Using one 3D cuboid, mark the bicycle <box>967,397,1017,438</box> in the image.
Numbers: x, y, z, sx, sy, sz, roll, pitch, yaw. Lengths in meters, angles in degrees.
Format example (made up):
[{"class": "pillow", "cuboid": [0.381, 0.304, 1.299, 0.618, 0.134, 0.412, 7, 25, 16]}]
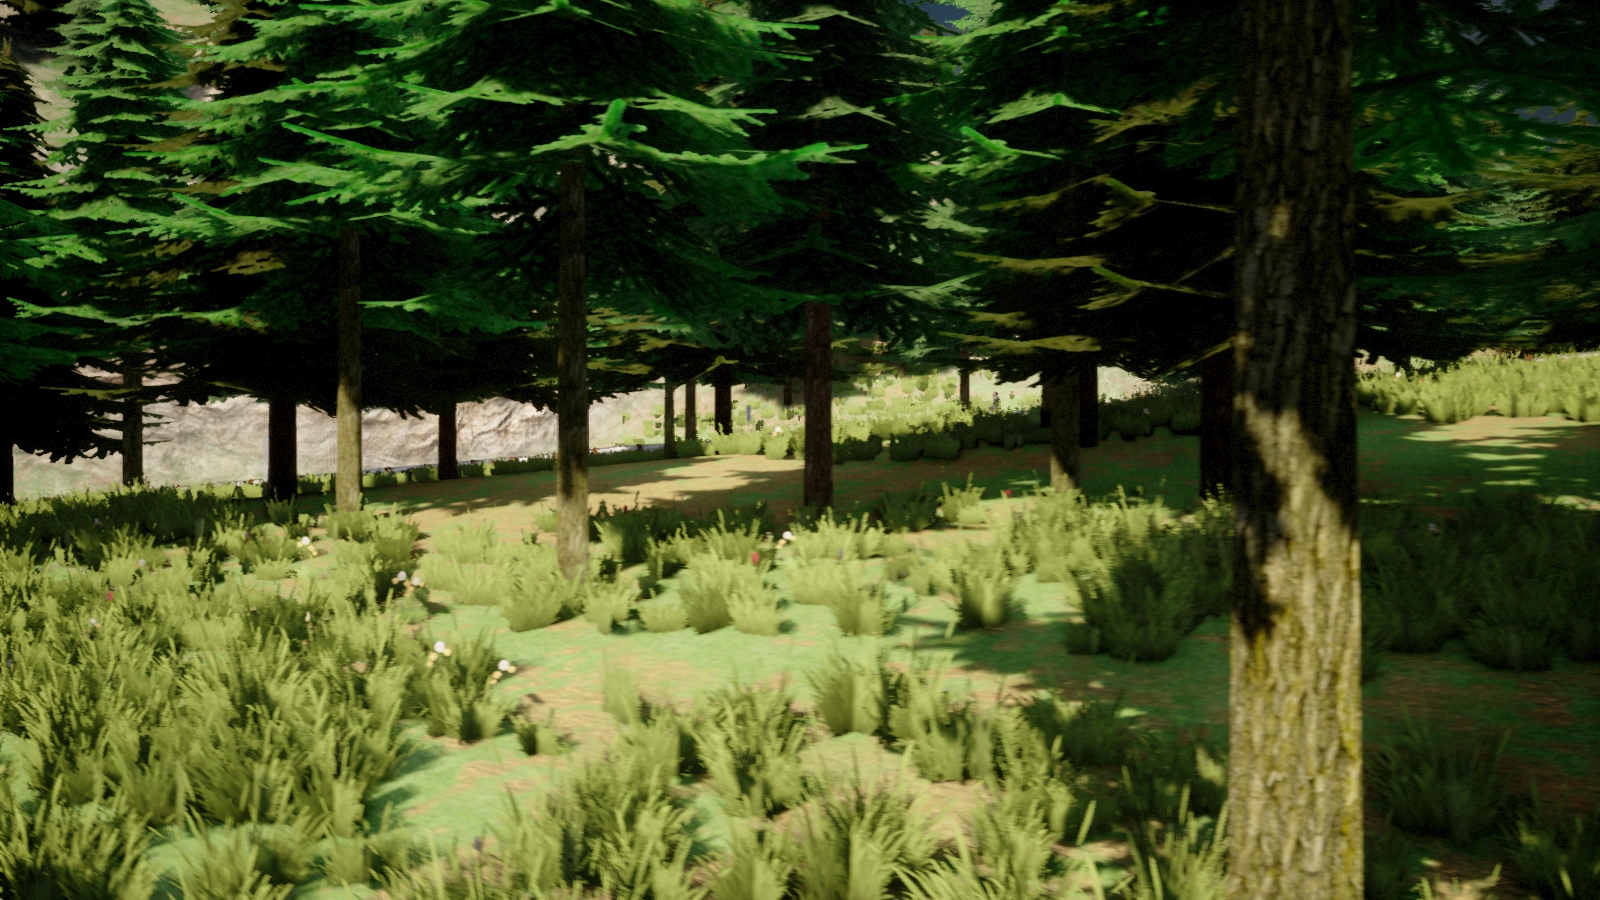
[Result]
[{"class": "bicycle", "cuboid": [7.553, -1.280, 45.052, 1.835, 1.471, 0.329, -5, -1, 25]}]
